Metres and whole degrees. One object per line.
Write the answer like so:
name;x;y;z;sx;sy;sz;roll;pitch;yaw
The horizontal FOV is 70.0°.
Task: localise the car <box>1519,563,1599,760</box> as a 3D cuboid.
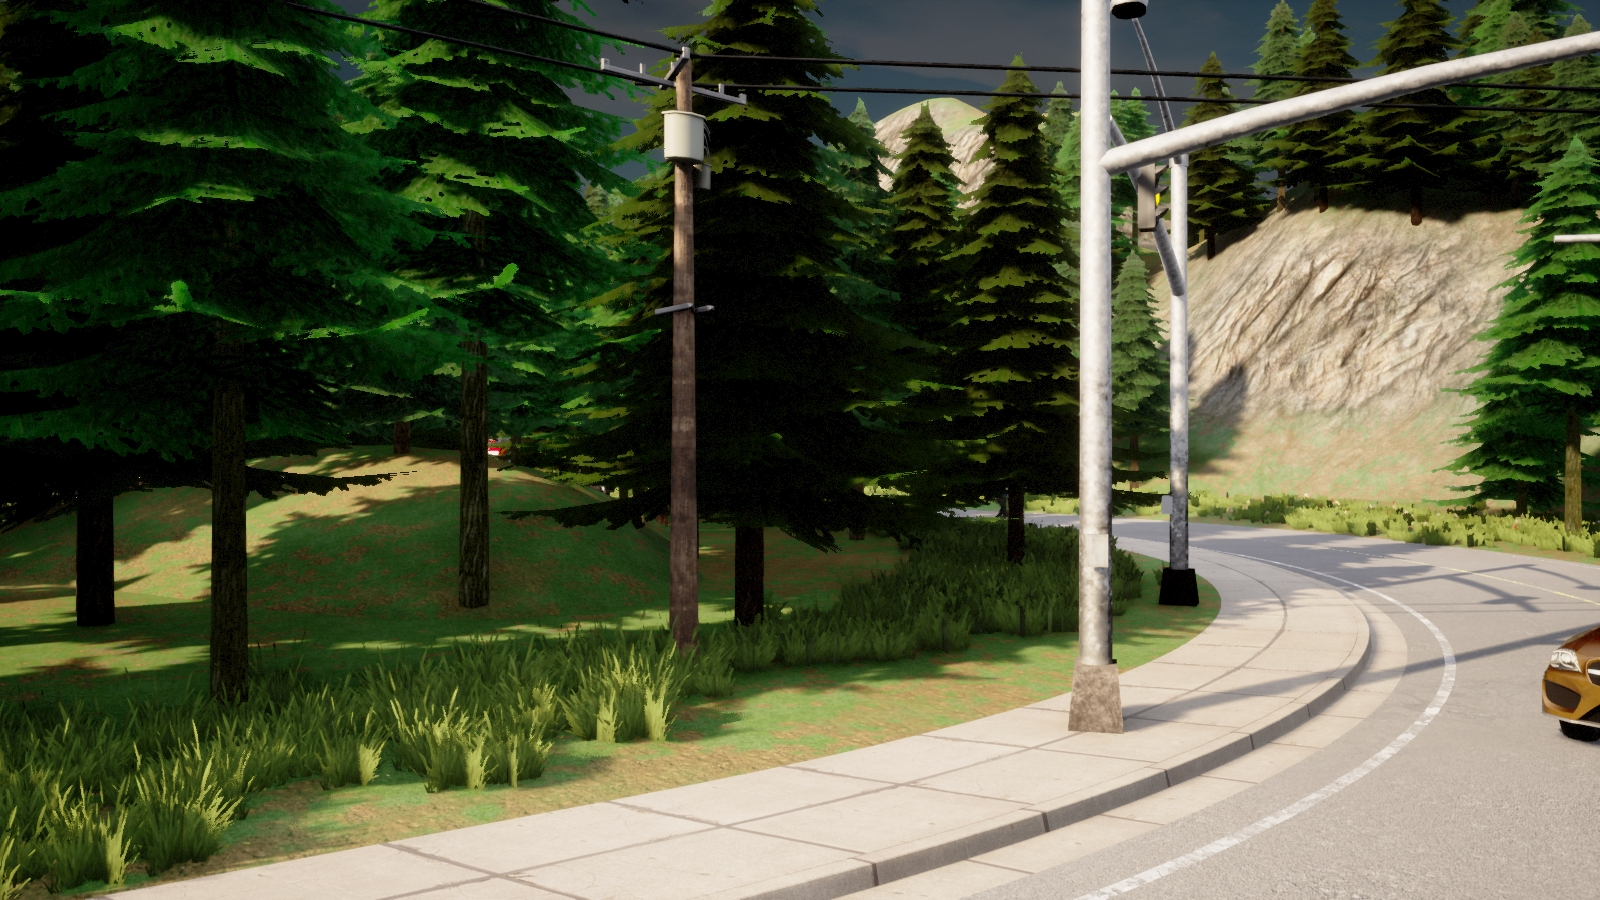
car;9.577;1.970;11.147;5.027;1.651;2.152;0;0;-29
